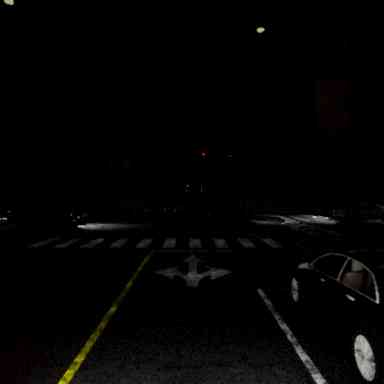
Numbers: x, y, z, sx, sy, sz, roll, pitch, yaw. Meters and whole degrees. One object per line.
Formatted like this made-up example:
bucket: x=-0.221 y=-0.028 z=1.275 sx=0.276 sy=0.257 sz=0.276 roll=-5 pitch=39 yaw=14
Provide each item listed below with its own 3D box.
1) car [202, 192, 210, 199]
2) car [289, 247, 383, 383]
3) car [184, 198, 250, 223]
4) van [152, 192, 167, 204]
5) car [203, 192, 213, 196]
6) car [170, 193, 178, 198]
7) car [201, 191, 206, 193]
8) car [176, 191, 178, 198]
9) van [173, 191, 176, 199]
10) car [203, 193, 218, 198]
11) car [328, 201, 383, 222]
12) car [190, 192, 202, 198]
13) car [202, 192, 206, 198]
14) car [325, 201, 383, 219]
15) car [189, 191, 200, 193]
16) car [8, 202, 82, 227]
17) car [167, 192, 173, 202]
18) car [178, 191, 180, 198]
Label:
car: x=3.488 y=0.920 z=85.813 sx=1.967 sy=1.590 sz=4.097 roll=0 pitch=0 yaw=1
car: x=2.775 y=1.518 z=5.043 sx=2.008 sy=1.369 sz=4.403 roll=0 pitch=0 yaw=0
car: x=1.804 y=1.388 z=23.762 sx=4.674 sy=1.442 sz=1.812 roll=0 pitch=0 yaw=0
van: x=-5.407 y=1.016 z=52.830 sx=1.690 sy=1.788 sz=3.998 roll=0 pitch=0 yaw=1
car: x=3.119 y=1.200 z=52.907 sx=1.752 sy=1.417 sz=4.829 roll=0 pitch=0 yaw=1
car: x=-4.975 y=0.992 z=91.416 sx=1.887 sy=1.381 sz=4.507 roll=0 pitch=0 yaw=1
car: x=3.241 y=0.925 z=63.761 sx=2.192 sy=1.841 sz=5.009 roll=0 pitch=0 yaw=1
car: x=-5.098 y=1.056 z=80.392 sx=1.887 sy=1.381 sz=4.507 roll=0 pitch=0 yaw=1
van: x=-5.160 y=0.885 z=74.878 sx=1.690 sy=1.788 sz=3.998 roll=0 pitch=0 yaw=1
car: x=3.055 y=1.259 z=47.225 sx=2.008 sy=1.369 sz=4.403 roll=0 pitch=0 yaw=1
car: x=13.953 y=1.640 z=27.127 sx=4.674 sy=1.442 sz=1.812 roll=1 pitch=0 yaw=0
car: x=0.552 y=1.224 z=61.427 sx=1.895 sy=1.301 sz=4.718 roll=0 pitch=0 yaw=1
car: x=3.179 y=1.193 z=58.250 sx=2.008 sy=1.369 sz=4.403 roll=0 pitch=0 yaw=1
car: x=15.022 y=1.624 z=30.390 sx=4.892 sy=1.490 sz=1.837 roll=1 pitch=0 yaw=0
car: x=0.714 y=1.038 z=84.897 sx=1.994 sy=1.385 sz=4.181 roll=0 pitch=0 yaw=1
car: x=-8.987 y=1.317 z=20.567 sx=4.181 sy=1.385 sz=1.994 roll=2 pitch=0 yaw=0
car: x=-5.284 y=1.175 z=63.855 sx=1.947 sy=1.339 sz=4.313 roll=0 pitch=0 yaw=1
car: x=-5.036 y=0.794 z=85.903 sx=2.192 sy=1.841 sz=5.009 roll=0 pitch=0 yaw=1
